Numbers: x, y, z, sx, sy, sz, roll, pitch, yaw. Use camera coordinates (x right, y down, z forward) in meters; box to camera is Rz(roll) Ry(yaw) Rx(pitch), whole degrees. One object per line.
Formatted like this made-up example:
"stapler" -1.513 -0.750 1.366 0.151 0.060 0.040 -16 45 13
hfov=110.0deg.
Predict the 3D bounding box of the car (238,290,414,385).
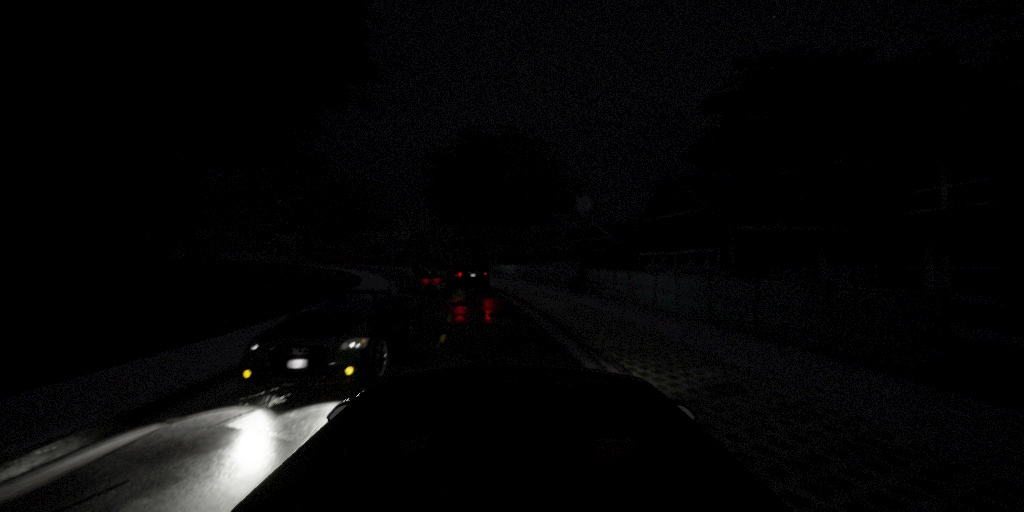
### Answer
"car" -3.259 1.387 7.160 1.994 1.385 4.181 0 -1 -5

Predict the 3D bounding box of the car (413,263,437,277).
"car" -9.638 1.503 39.530 2.128 1.511 4.902 1 0 -27

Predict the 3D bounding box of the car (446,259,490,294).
"car" -2.804 1.176 22.235 2.150 2.045 5.566 0 -1 -14
